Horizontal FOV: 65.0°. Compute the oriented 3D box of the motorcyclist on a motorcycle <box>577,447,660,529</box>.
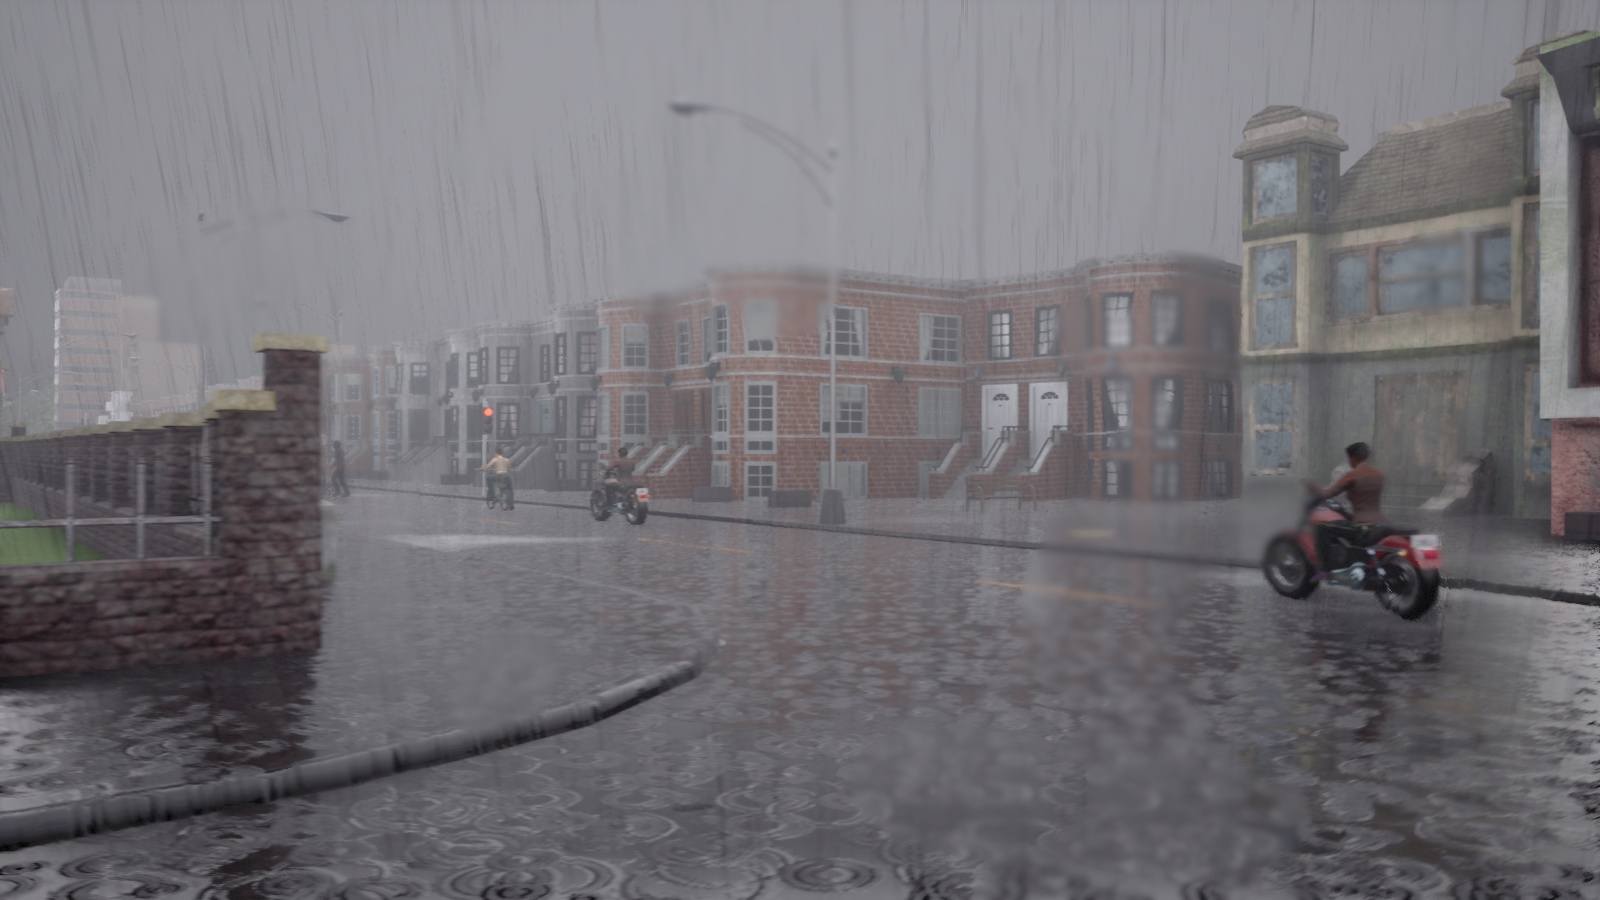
[{"bbox_3d":[-3.861,0.766,26.508,0.766,1.649,2.350,0,0,-35],"label":"motorcyclist on a motorcycle"}]

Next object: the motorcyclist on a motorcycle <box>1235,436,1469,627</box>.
[{"bbox_3d":[5.235,0.712,12.125,0.766,1.649,2.350,-1,0,-14],"label":"motorcyclist on a motorcycle"}]

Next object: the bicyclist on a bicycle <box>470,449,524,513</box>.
[{"bbox_3d":[-7.769,0.776,32.144,0.866,1.612,1.509,0,0,-34],"label":"bicyclist on a bicycle"}]

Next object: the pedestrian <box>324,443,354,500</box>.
[{"bbox_3d":[-14.647,0.668,39.918,0.869,1.805,0.328,0,0,-22],"label":"pedestrian"}]

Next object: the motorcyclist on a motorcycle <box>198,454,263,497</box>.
[{"bbox_3d":[-21.199,0.942,46.785,0.866,1.530,2.191,-2,-1,23],"label":"motorcyclist on a motorcycle"}]
